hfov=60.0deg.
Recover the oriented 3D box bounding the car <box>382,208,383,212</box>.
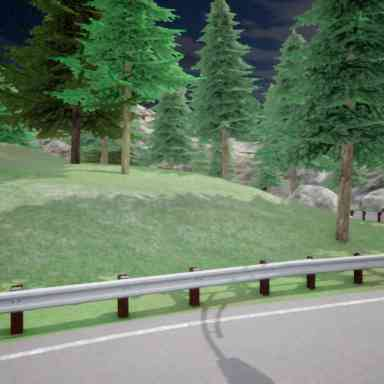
[{"bbox_3d":[16.686,1.551,24.625,2.033,1.411,5.357,0,0,-17],"label":"car"}]
